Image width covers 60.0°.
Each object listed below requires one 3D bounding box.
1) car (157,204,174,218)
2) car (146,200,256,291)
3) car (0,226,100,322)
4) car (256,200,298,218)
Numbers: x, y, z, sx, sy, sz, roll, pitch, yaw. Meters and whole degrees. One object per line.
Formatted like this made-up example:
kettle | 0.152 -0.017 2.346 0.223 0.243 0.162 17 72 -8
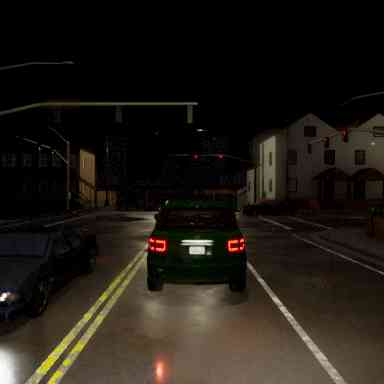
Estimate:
car | -3.555 2.597 45.382 1.812 1.442 4.674 0 -9 0
car | 0.098 1.221 9.109 2.150 2.045 5.566 0 0 0
car | -3.645 1.547 7.736 2.033 1.411 5.357 0 0 0
car | 6.934 1.496 29.688 4.902 1.511 2.128 0 0 -1
